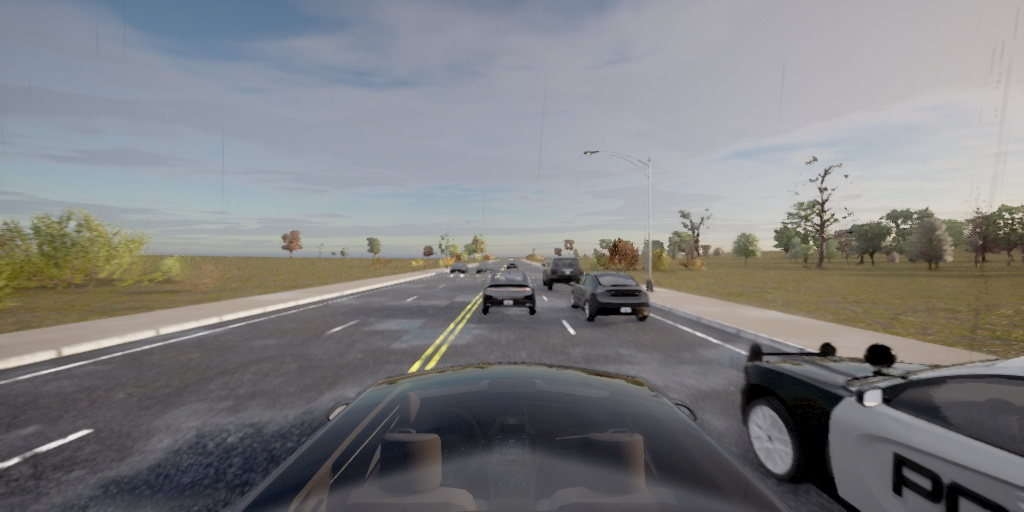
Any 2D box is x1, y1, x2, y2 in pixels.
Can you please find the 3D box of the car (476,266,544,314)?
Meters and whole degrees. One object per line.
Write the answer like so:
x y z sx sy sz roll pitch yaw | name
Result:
-0.096 1.307 14.076 2.128 1.511 4.902 0 0 0 | car

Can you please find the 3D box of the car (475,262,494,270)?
-3.288 1.461 43.543 1.837 1.490 4.892 0 -1 1 | car

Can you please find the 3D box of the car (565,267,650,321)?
3.248 1.312 12.653 1.837 1.490 4.892 0 0 0 | car

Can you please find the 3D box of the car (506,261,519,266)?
0.084 1.519 56.521 1.837 1.490 4.892 0 0 0 | car

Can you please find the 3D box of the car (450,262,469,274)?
-6.521 1.508 45.006 2.033 1.411 5.357 0 0 0 | car

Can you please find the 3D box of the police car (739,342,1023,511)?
3.250 1.176 1.763 1.930 1.638 5.238 0 0 0 | police car

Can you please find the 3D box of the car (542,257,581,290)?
3.246 1.084 23.684 2.150 2.045 5.566 0 0 0 | car
